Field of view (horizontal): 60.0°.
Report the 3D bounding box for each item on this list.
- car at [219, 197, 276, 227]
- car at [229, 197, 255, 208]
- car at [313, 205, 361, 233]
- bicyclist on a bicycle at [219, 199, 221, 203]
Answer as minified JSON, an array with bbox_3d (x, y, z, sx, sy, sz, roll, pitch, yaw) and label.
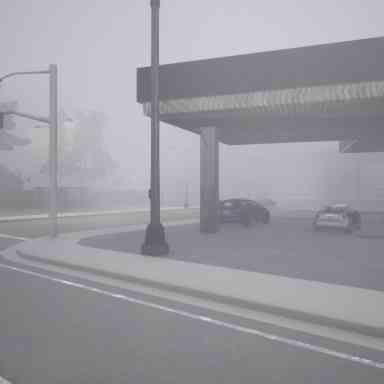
[{"bbox_3d":[3.411,1.295,22.040,2.242,1.667,4.611,0,0,37],"label":"car"},{"bbox_3d":[7.508,1.505,49.829,1.837,1.490,4.892,0,0,36],"label":"car"},{"bbox_3d":[8.485,1.456,19.241,1.970,1.475,3.806,0,0,37],"label":"car"},{"bbox_3d":[2.531,1.387,29.695,0.582,1.620,1.656,0,-9,-36],"label":"bicyclist on a bicycle"}]
